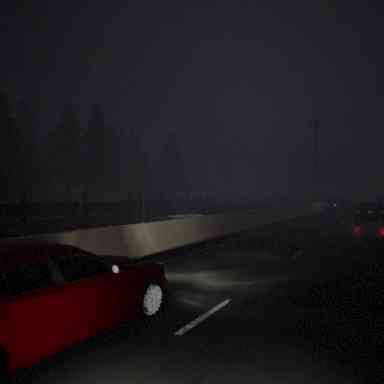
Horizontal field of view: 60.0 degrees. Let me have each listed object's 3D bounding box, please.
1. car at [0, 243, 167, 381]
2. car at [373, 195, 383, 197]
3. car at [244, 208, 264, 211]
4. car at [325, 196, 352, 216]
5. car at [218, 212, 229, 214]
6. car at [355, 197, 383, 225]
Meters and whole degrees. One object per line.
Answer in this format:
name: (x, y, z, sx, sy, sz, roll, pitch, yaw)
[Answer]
car: (-2.318, 1.520, 5.064, 1.882, 1.535, 5.008, 0, -1, 30)
car: (29.293, 1.563, 51.925, 2.150, 2.045, 5.566, -1, -1, 32)
car: (6.018, 1.720, 33.482, 1.882, 1.535, 5.008, 0, 0, 31)
car: (15.972, 1.469, 36.242, 2.150, 2.045, 5.566, 0, -1, 30)
car: (3.699, 1.832, 36.436, 1.994, 1.385, 4.181, 0, -1, 31)
car: (14.124, 1.529, 26.176, 2.097, 1.767, 4.553, 0, 0, 30)
